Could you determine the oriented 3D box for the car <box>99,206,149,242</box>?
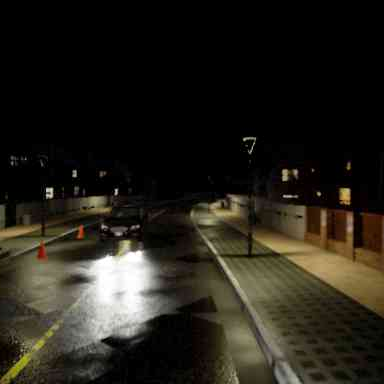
[{"bbox_3d":[-3.111,1.426,15.905,2.128,1.511,4.902,0,0,-3],"label":"car"}]

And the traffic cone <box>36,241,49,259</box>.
[{"bbox_3d":[-4.989,1.916,11.052,0.340,0.580,0.340,0,0,-4],"label":"traffic cone"}]

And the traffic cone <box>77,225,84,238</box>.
[{"bbox_3d":[-5.339,1.895,16.026,0.340,0.580,0.340,0,0,-4],"label":"traffic cone"}]
